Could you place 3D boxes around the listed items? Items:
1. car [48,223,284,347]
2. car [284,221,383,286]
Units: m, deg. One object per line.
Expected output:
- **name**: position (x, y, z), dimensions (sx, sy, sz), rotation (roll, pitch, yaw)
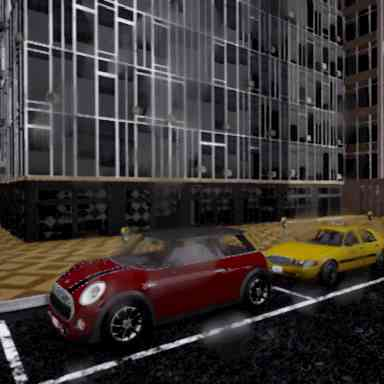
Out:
- **car**: position (-0.461, 1.446, 6.239), dimensions (4.097, 1.590, 1.967), rotation (0, -1, -35)
- **car**: position (4.027, 1.540, 9.441), dimensions (4.829, 1.417, 1.752), rotation (0, -1, -36)
